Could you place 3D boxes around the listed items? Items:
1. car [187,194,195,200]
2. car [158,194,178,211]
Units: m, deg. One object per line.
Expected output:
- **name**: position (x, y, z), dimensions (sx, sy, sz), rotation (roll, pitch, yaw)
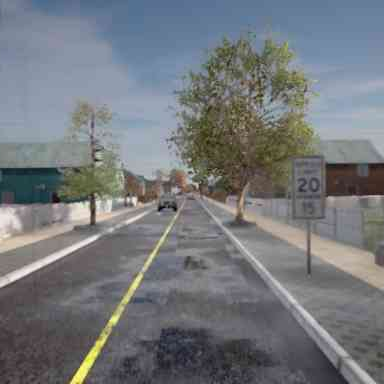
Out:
- **car**: position (-0.276, 1.464, 86.093), dimensions (1.994, 1.385, 4.181), rotation (-1, 0, 0)
- **car**: position (-2.879, 1.225, 40.309), dimensions (2.150, 2.045, 5.566), rotation (-1, 0, 0)
